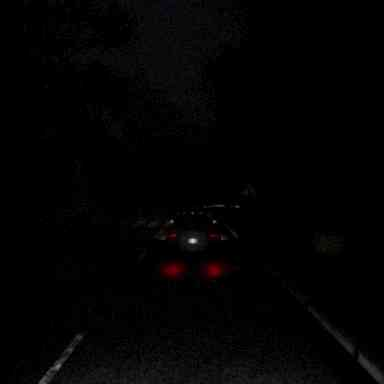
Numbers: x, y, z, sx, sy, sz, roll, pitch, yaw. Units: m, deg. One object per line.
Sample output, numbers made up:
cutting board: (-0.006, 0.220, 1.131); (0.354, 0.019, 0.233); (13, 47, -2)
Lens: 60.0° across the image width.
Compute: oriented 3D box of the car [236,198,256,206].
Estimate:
car: (9.464, 1.720, 58.317); (1.994, 1.385, 4.181); (-1, -1, 42)

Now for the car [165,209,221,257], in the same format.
car: (0.045, 1.583, 12.966); (1.994, 1.385, 4.181); (0, 0, 0)

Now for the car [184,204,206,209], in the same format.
car: (0.207, 1.648, 27.243); (1.895, 1.301, 4.718); (0, 0, 4)
